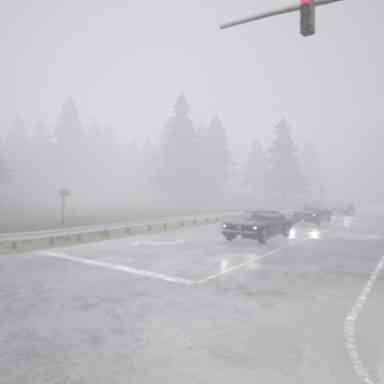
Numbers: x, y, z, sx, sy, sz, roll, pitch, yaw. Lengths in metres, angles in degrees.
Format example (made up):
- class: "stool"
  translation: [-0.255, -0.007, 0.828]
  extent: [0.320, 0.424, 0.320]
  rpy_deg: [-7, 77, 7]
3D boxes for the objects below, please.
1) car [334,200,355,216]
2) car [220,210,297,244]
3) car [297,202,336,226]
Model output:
- class: "car"
  translation: [14.446, 1.483, 32.091]
  extent: [1.812, 1.442, 4.674]
  rpy_deg: [0, 0, 35]
- class: "car"
  translation: [3.224, 1.574, 15.945]
  extent: [1.895, 1.301, 4.718]
  rpy_deg: [0, 0, 35]
- class: "car"
  translation: [8.498, 1.567, 23.603]
  extent: [1.895, 1.301, 4.718]
  rpy_deg: [0, 0, 35]
